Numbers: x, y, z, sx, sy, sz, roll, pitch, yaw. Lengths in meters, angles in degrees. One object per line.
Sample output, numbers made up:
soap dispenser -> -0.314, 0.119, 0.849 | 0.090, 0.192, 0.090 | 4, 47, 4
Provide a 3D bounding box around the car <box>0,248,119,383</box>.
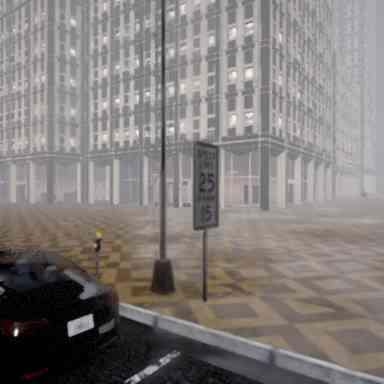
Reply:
car -> -2.950, 1.527, 4.980 | 4.313, 1.339, 1.947 | 1, 0, 35
